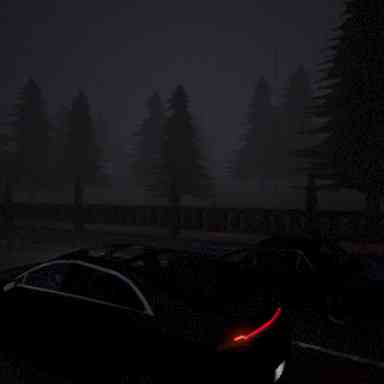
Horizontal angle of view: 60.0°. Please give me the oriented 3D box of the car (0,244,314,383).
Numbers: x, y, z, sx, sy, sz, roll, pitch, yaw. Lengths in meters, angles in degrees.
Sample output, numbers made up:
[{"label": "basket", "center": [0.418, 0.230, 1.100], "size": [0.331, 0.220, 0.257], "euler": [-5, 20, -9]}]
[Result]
[{"label": "car", "center": [-1.174, 1.485, 4.524], "size": [4.902, 1.511, 2.128], "euler": [0, 0, 34]}]

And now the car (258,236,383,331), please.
[{"label": "car", "center": [1.734, 1.583, 6.835], "size": [4.718, 1.301, 1.895], "euler": [0, 0, 34]}]
